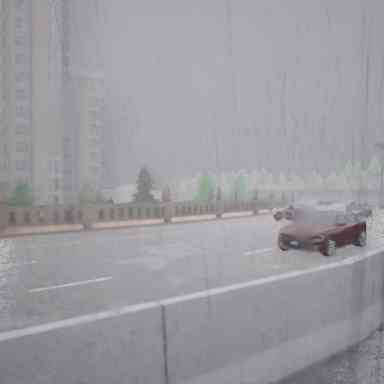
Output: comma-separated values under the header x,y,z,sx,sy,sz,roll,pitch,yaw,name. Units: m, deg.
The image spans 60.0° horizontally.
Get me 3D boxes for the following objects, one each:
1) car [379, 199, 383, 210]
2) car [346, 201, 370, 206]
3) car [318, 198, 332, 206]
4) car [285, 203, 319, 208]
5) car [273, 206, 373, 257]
x,y,z,sx,sy,sz,roll,pitch,yaw,name
27.784,1.749,47.031,1.837,1.490,4.892,0,-1,21,car
15.790,1.628,31.325,2.128,1.511,4.902,0,0,33,car
25.446,1.903,63.567,1.882,1.535,5.008,0,0,11,car
8.311,1.718,26.873,1.895,1.301,4.718,0,0,38,car
5.373,1.521,13.411,5.008,1.535,1.882,0,0,-44,car
